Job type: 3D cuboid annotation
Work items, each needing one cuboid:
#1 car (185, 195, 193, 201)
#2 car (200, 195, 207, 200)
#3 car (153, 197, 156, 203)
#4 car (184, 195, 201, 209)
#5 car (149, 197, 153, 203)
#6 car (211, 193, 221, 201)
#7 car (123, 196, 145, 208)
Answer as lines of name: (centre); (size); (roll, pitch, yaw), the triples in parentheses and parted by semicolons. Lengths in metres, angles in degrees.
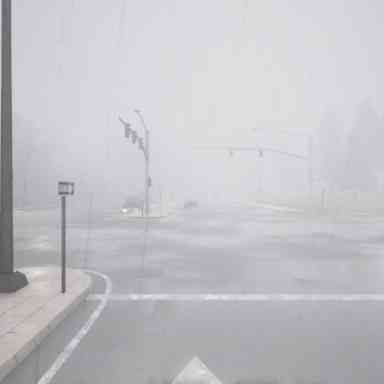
car: (-0.772, 1.485, 85.824); (1.837, 1.490, 4.892); (0, 0, -1)
car: (2.727, 1.509, 85.886); (1.812, 1.442, 4.674); (0, 0, -1)
car: (-8.501, 1.589, 67.583); (1.895, 1.301, 4.718); (0, 0, -1)
car: (-0.135, 1.518, 44.781); (1.812, 1.442, 4.674); (0, 0, -1)
car: (-8.406, 1.495, 57.030); (1.837, 1.490, 4.892); (0, 0, 0)
car: (6.227, 1.210, 85.894); (2.150, 2.045, 5.566); (0, 0, -1)
car: (-8.263, 1.344, 46.729); (2.097, 1.767, 4.553); (0, 0, -1)
